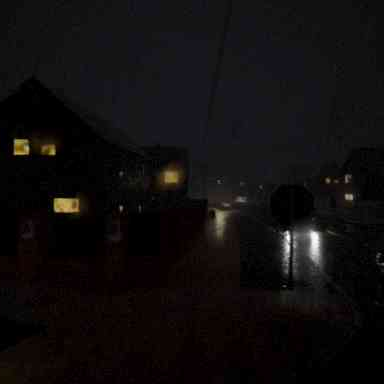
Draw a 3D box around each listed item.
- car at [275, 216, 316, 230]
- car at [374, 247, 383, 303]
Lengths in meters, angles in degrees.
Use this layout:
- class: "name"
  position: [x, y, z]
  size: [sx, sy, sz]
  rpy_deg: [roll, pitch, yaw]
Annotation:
- class: "car"
  position: [6.670, 1.575, 21.943]
  size: [1.812, 1.442, 4.674]
  rpy_deg: [1, 0, 4]
- class: "car"
  position: [4.170, 1.474, 5.084]
  size: [1.837, 1.490, 4.892]
  rpy_deg: [1, 0, 18]
